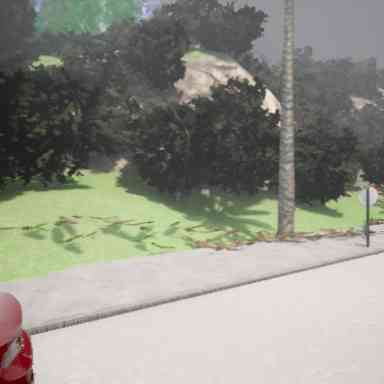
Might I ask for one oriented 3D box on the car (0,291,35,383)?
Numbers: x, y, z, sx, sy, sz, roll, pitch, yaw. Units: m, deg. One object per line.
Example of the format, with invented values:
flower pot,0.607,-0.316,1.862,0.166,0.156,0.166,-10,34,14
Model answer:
car,-3.713,1.484,1.979,5.008,1.535,1.882,-1,1,-35
